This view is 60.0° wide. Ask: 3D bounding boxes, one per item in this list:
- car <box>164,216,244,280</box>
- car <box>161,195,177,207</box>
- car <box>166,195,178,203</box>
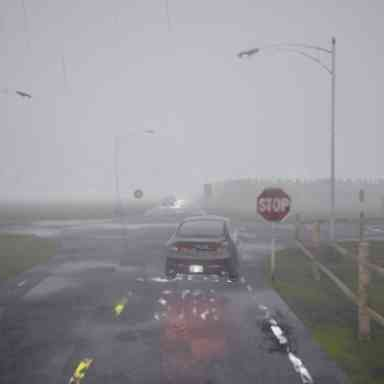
[{"bbox_3d":[0.500,1.470,9.917,1.837,1.490,4.892,0,0,10],"label":"car"},{"bbox_3d":[-3.427,1.353,47.782,2.033,1.411,5.357,0,0,-1],"label":"car"},{"bbox_3d":[-3.786,1.280,63.623,2.033,1.411,5.357,0,0,-1],"label":"car"}]
